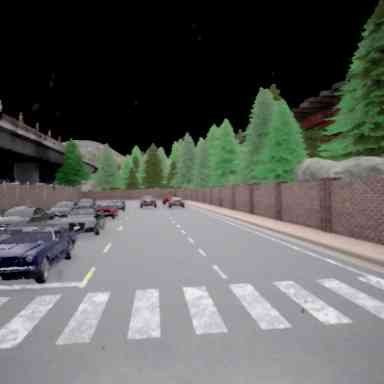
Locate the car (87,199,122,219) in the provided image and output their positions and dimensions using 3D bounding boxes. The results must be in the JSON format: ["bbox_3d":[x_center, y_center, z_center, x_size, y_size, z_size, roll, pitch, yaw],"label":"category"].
[{"bbox_3d":[-7.328,1.580,28.316,1.895,1.301,4.718,-1,0,-8],"label":"car"}]

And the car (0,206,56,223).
[{"bbox_3d":[-9.582,1.605,19.023,1.837,1.490,4.892,-1,0,-8],"label":"car"}]

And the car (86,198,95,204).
[{"bbox_3d":[-12.355,1.529,39.400,1.837,1.490,4.892,-1,0,-7],"label":"car"}]

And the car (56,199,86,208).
[{"bbox_3d":[-10.969,1.568,29.085,1.837,1.490,4.892,-1,0,-8],"label":"car"}]

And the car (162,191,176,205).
[{"bbox_3d":[-3.431,0.937,51.795,2.150,2.045,5.566,-1,0,-8],"label":"car"}]

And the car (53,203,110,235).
[{"bbox_3d":[-5.967,1.579,18.443,1.994,1.385,4.181,-1,0,-8],"label":"car"}]

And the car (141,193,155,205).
[{"bbox_3d":[-7.290,1.141,54.828,2.097,1.767,4.553,-1,0,-8],"label":"car"}]

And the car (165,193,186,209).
[{"bbox_3d":[-2.000,1.276,41.941,1.812,1.442,4.674,-1,0,-7],"label":"car"}]

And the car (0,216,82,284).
[{"bbox_3d":[-4.767,1.648,9.739,1.895,1.301,4.718,-1,0,-8],"label":"car"}]

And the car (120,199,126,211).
[{"bbox_3d":[-8.685,1.505,38.340,1.994,1.385,4.181,-1,0,-8],"label":"car"}]

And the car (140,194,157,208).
[{"bbox_3d":[-5.797,1.181,44.128,2.097,1.767,4.553,-1,0,-8],"label":"car"}]
